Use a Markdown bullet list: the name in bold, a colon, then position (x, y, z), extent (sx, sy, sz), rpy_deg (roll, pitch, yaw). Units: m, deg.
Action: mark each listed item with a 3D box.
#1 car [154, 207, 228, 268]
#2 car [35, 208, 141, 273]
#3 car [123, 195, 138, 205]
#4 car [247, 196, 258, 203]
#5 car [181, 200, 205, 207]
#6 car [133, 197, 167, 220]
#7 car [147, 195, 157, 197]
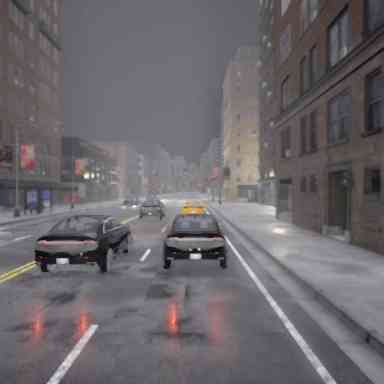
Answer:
- **car**: position (0.096, 1.461, 11.114), extent (2.128, 1.511, 4.902), rpy_deg (0, 0, 0)
- **car**: position (-3.155, 1.462, 10.535), extent (2.128, 1.511, 4.902), rpy_deg (0, 0, 0)
- **car**: position (-9.760, 1.230, 53.904), extent (2.097, 1.767, 4.553), rpy_deg (0, 0, 0)
- **car**: position (12.388, 1.435, 61.440), extent (4.313, 1.339, 1.947), rpy_deg (0, 0, 0)
- **car**: position (0.095, 1.401, 28.906), extent (1.882, 1.535, 5.008), rpy_deg (0, 0, 0)
- **car**: position (-3.155, 1.419, 27.348), extent (2.128, 1.511, 4.902), rpy_deg (0, 0, 0)
- **car**: position (-6.510, 1.219, 53.899), extent (2.097, 1.767, 4.553), rpy_deg (0, 0, 0)
